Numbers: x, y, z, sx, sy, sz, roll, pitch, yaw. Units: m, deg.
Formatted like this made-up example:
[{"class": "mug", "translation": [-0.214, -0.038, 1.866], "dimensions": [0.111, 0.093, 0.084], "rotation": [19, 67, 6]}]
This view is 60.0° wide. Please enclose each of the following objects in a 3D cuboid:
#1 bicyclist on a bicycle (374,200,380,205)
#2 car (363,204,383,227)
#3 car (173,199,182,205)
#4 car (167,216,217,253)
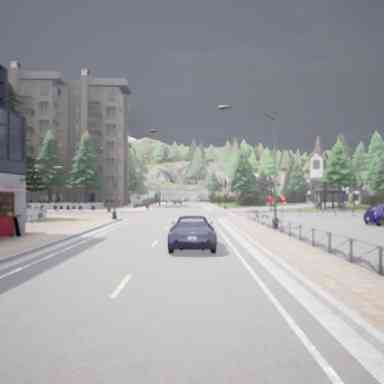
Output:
[{"class": "bicyclist on a bicycle", "translation": [18.412, 1.630, 33.005], "dimensions": [0.582, 1.620, 1.656], "rotation": [0, -1, -1]}, {"class": "car", "translation": [13.898, 1.607, 22.888], "dimensions": [3.633, 1.501, 1.845], "rotation": [0, -1, 0]}, {"class": "car", "translation": [-3.458, 2.312, 80.045], "dimensions": [1.994, 1.385, 4.181], "rotation": [0, -1, 0]}, {"class": "car", "translation": [0.015, 1.702, 14.352], "dimensions": [1.994, 1.385, 4.181], "rotation": [0, 0, 0]}]
